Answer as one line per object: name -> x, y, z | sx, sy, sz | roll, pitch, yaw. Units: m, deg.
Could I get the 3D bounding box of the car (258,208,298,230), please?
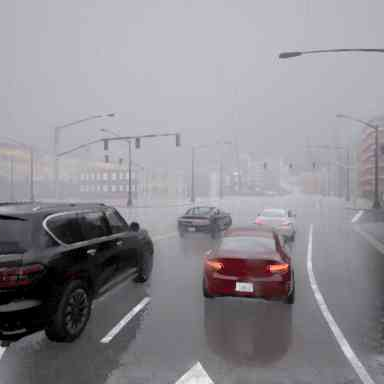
car -> 4.203, 1.526, 16.582 | 1.812, 1.442, 4.674 | 0, 0, 20

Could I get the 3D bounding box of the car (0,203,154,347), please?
car -> -2.477, 1.220, 6.676 | 2.150, 2.045, 5.566 | 0, 0, 10

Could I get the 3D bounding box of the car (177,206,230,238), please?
car -> 0.797, 1.491, 17.316 | 2.128, 1.511, 4.902 | 0, 0, 19

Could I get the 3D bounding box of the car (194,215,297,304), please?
car -> 1.458, 1.526, 8.150 | 1.812, 1.442, 4.674 | 0, 0, 13

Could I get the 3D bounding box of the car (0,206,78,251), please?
car -> -7.639, 1.492, 15.068 | 2.128, 1.511, 4.902 | 0, 0, 19

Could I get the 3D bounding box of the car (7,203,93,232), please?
car -> -9.010, 1.548, 21.706 | 2.033, 1.411, 5.357 | 0, 0, 21
